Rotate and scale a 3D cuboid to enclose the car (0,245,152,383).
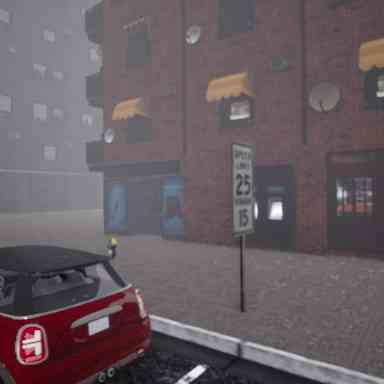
[{"bbox_3d":[-2.586,1.485,4.720,4.097,1.590,1.967,-1,-1,35],"label":"car"}]
